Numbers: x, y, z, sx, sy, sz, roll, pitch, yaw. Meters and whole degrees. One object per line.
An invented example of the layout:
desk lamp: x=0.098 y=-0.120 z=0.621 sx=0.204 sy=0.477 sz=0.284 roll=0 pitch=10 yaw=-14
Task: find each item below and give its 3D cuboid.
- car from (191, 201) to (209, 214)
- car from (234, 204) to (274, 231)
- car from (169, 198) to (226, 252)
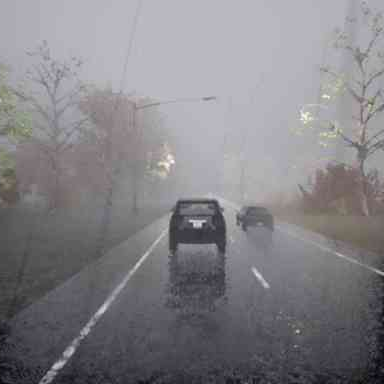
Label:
car: x=0.914 y=1.685 z=37.352 sx=1.895 sy=1.301 sz=4.718 roll=0 pitch=0 yaw=2
car: x=3.882 y=1.554 z=21.116 sx=1.837 sy=1.490 sz=4.892 roll=0 pitch=0 yaw=1
car: x=0.238 y=1.254 z=14.290 sx=2.150 sy=2.045 sz=5.566 roll=0 pitch=0 yaw=1
